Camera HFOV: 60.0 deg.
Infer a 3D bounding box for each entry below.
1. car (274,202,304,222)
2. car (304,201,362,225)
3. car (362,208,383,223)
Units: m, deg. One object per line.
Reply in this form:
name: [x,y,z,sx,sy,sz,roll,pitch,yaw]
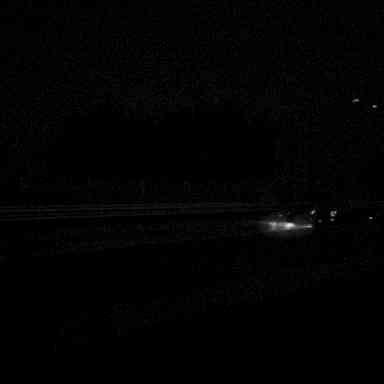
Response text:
car: [8.900,1.642,27.585,4.892,1.490,1.837,1,0,-36]
car: [10.800,1.488,24.639,4.553,1.767,2.097,0,0,-36]
car: [13.728,1.670,22.432,4.674,1.442,1.812,1,0,-36]
